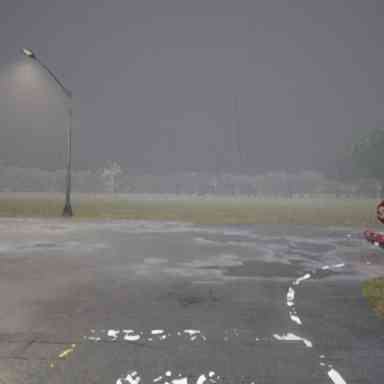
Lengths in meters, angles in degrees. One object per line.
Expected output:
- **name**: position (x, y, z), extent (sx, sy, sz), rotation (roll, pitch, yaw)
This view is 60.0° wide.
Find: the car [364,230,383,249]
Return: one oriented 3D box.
- **car**: position (10.485, 2.118, 14.902), extent (4.718, 1.301, 1.895), rotation (2, 1, 0)
